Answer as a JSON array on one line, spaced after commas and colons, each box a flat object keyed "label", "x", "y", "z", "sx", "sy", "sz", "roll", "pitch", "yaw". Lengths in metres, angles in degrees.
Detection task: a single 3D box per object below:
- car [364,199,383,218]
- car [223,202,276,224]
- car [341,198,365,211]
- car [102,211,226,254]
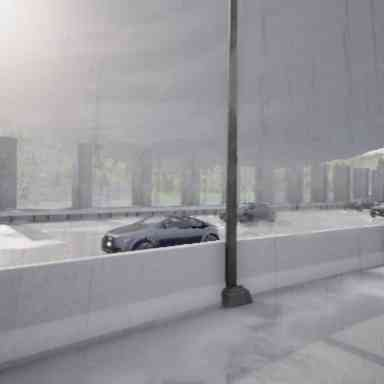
[{"label": "car", "x": 17.159, "y": 1.423, "z": 28.306, "sx": 5.008, "sy": 1.535, "sz": 1.882, "roll": 0, "pitch": 0, "yaw": -33}, {"label": "car", "x": 4.018, "y": 1.434, "z": 23.722, "sx": 4.181, "sy": 1.385, "sz": 1.994, "roll": 0, "pitch": 0, "yaw": -34}, {"label": "car", "x": 19.460, "y": 1.444, "z": 38.295, "sx": 5.357, "sy": 1.411, "sz": 2.033, "roll": 0, "pitch": 0, "yaw": -34}, {"label": "car", "x": -0.998, "y": 1.474, "z": 11.735, "sx": 4.181, "sy": 1.385, "sz": 1.994, "roll": 0, "pitch": 0, "yaw": -35}]
